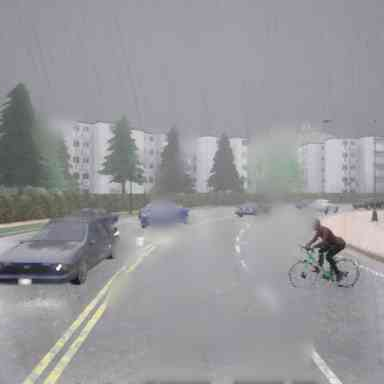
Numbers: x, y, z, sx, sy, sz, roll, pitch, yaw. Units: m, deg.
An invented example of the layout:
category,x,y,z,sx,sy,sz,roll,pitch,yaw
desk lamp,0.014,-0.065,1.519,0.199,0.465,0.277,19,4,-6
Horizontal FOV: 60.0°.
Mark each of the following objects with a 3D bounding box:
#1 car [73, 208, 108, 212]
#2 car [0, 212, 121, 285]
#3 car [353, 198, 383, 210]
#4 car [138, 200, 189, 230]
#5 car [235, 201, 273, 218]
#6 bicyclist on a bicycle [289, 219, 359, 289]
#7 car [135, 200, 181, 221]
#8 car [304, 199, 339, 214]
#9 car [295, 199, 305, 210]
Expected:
category,x,y,z,sx,sy,sz,roll,pitch,yaw
car,-5.973,1.600,18.868,1.895,1.301,4.718,0,0,12
car,-3.514,1.547,9.816,2.033,1.411,5.357,0,0,2
car,22.676,1.490,42.525,4.902,1.511,2.128,0,0,-30
car,-1.654,1.477,21.710,1.882,1.535,5.008,0,0,17
car,5.716,1.546,30.232,2.033,1.411,5.357,0,0,31
bicyclist on a bicycle,3.053,1.448,7.726,1.656,1.620,0.582,-2,0,-1
car,-2.817,1.504,28.789,1.837,1.490,4.892,0,0,24
car,14.008,1.525,35.360,1.812,1.442,4.674,0,0,42
car,14.897,1.546,41.231,5.357,1.411,2.033,0,0,-41
